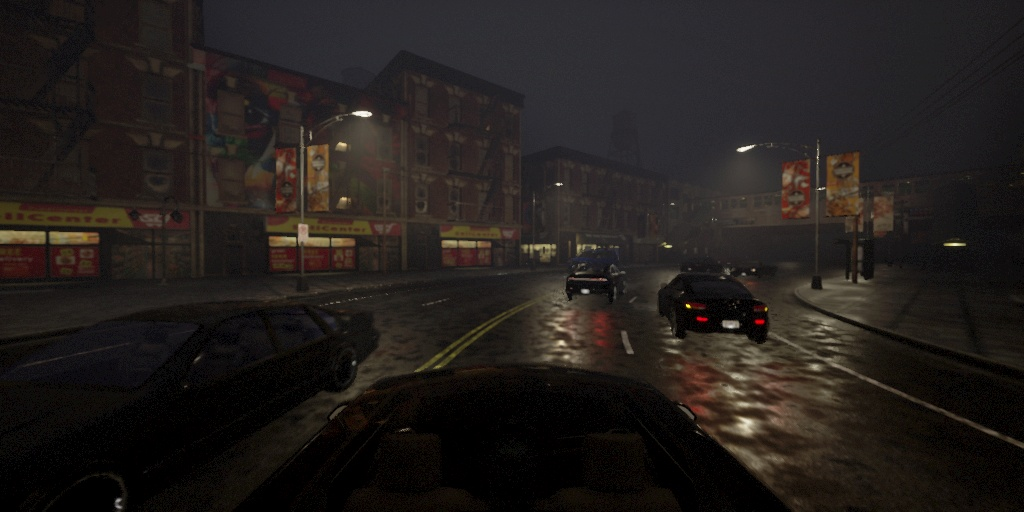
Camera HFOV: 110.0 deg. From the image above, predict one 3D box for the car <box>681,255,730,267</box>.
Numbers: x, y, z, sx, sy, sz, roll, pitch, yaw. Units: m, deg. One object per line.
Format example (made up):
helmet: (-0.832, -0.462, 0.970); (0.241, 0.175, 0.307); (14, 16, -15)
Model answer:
car: (15.708, 0.841, 29.449); (5.008, 1.535, 1.882); (-1, 1, -40)

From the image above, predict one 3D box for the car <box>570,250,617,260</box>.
car: (7.230, 0.522, 31.693); (5.566, 2.045, 2.150); (-1, 1, -43)

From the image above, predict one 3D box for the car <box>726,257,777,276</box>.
car: (18.439, 1.007, 27.265); (4.718, 1.301, 1.895); (-1, 1, -39)

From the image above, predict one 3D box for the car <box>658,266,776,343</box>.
car: (5.024, 1.170, 9.415); (1.812, 1.442, 4.674); (0, 1, 16)

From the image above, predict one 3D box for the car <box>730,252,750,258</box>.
car: (25.965, 0.667, 42.581); (5.008, 1.535, 1.882); (0, 1, -38)

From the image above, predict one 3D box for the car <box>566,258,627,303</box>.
car: (3.711, 1.039, 15.360); (2.128, 1.511, 4.902); (0, 1, 25)

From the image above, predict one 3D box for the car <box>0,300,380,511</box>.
car: (-3.391, 1.252, 3.919); (2.033, 1.411, 5.357); (0, 1, 5)
